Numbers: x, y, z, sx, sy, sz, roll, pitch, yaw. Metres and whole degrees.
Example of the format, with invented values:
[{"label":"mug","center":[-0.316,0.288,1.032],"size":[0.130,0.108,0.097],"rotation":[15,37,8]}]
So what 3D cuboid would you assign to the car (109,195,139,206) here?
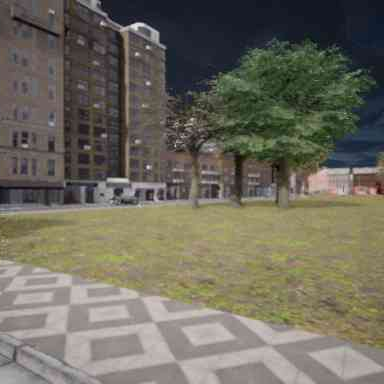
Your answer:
[{"label":"car","center":[-10.019,1.244,48.945],"size":[2.128,1.511,4.902],"rotation":[0,0,36]}]
